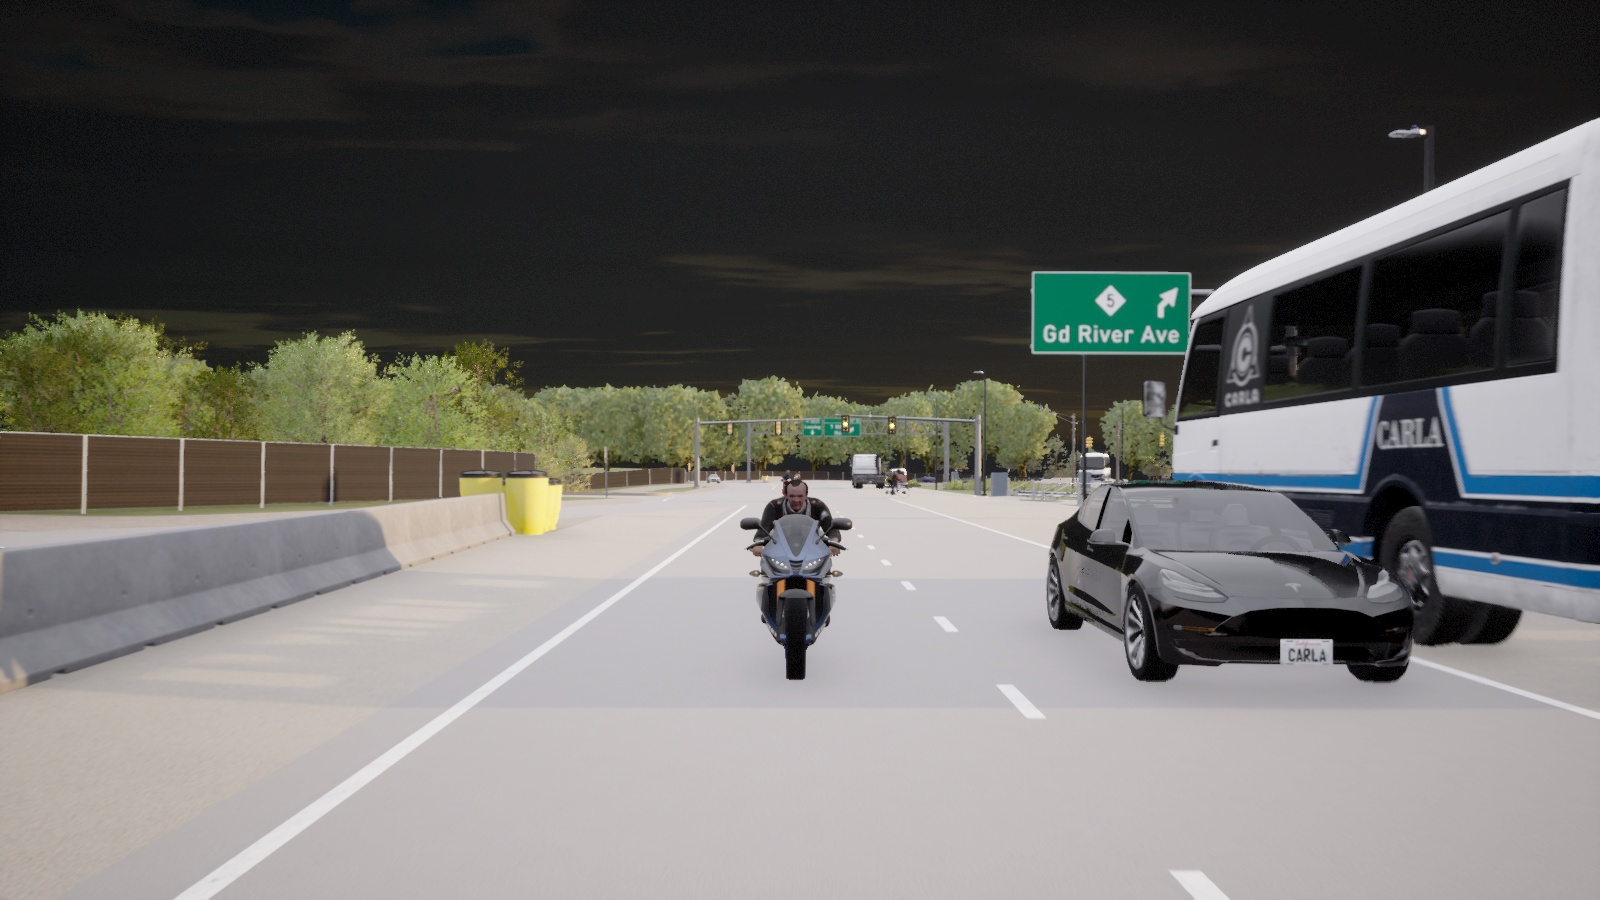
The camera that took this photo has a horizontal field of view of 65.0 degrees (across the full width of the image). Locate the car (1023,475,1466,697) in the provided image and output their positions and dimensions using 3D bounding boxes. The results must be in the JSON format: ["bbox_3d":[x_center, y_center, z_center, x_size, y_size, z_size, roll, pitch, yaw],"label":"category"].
[{"bbox_3d":[3.475,0.980,11.009,2.163,1.488,4.792,0,-1,0],"label":"car"}]

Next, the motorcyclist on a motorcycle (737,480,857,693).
[{"bbox_3d":[-0.024,1.017,10.246,0.866,1.530,2.191,0,-1,0],"label":"motorcyclist on a motorcycle"}]

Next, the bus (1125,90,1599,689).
[{"bbox_3d":[6.961,-0.362,14.051,3.944,4.253,10.273,0,-1,0],"label":"bus"}]
